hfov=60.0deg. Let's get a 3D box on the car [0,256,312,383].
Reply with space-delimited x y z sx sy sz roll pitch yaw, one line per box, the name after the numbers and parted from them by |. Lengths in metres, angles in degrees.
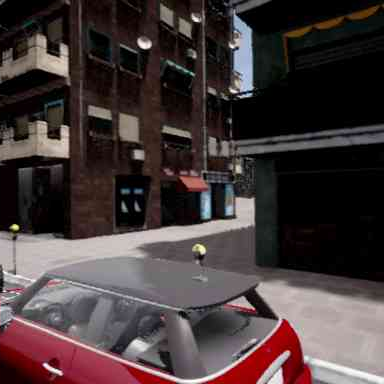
-0.971 1.437 3.581 4.097 1.590 1.967 0 -1 35 | car
